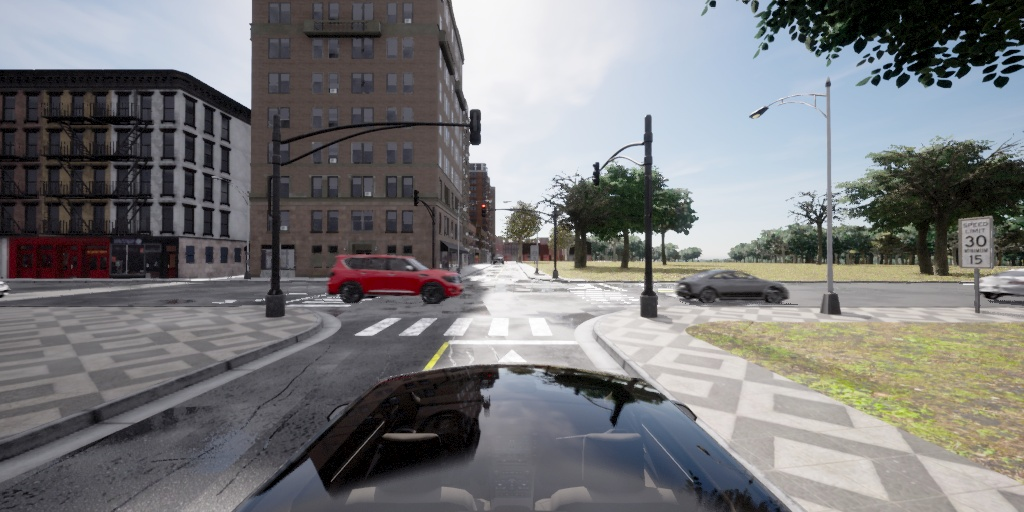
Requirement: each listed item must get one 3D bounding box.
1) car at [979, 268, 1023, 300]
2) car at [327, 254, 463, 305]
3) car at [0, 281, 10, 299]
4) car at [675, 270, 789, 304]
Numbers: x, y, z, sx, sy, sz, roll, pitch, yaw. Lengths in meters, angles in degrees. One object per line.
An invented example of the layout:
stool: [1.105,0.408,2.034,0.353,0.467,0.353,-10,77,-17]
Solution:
car: [23.005,1.256,15.433,4.674,1.442,1.812,0,-1,0]
car: [-4.935,0.967,15.442,5.566,2.045,2.150,1,-1,0]
car: [-24.865,1.244,15.439,4.674,1.442,1.812,0,-1,0]
car: [9.344,1.279,15.432,4.181,1.385,1.994,0,-1,0]
